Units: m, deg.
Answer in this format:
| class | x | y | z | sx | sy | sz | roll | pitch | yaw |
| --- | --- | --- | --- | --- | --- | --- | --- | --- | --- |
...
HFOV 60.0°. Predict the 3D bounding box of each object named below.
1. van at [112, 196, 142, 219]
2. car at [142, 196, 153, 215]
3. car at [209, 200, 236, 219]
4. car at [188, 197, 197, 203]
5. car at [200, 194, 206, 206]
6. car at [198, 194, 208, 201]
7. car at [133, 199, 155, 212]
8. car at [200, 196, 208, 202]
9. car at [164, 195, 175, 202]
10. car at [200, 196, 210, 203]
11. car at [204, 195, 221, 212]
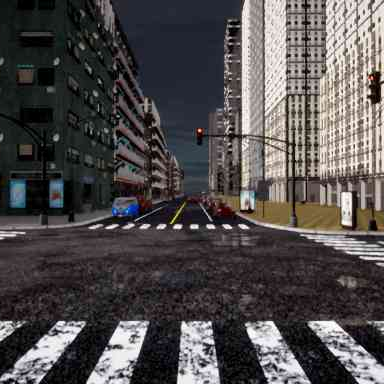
| class | x | y | z | sx | sy | sz | roll | pitch | yaw |
| --- | --- | --- | --- | --- | --- | --- | --- | --- | --- |
| van | -5.653 | 1.346 | 28.393 | 1.690 | 1.788 | 3.998 | 0 | 0 | 0 |
| car | -5.648 | 1.322 | 33.921 | 2.192 | 1.841 | 5.009 | 0 | 0 | 0 |
| car | 2.726 | 1.587 | 28.383 | 1.802 | 1.307 | 4.206 | 0 | 0 | 0 |
| car | 0.169 | 1.631 | 69.688 | 1.895 | 1.301 | 4.718 | 0 | 0 | 0 |
| car | 2.754 | 1.459 | 56.022 | 1.967 | 1.590 | 4.097 | 0 | 0 | 0 |
| car | 2.782 | 1.360 | 83.660 | 2.192 | 1.841 | 5.009 | 0 | 0 | 0 |
| car | -5.644 | 1.554 | 39.449 | 1.887 | 1.381 | 4.507 | 0 | 0 | 0 |
| car | 2.775 | 1.621 | 78.132 | 1.802 | 1.307 | 4.206 | 0 | 0 | 0 |
| car | -5.604 | 1.479 | 78.141 | 1.967 | 1.590 | 4.097 | 0 | 0 | 0 |
| car | 2.770 | 1.578 | 72.605 | 1.887 | 1.381 | 4.507 | 0 | 0 | 0 |
| car | 2.738 | 1.449 | 39.439 | 1.967 | 1.590 | 4.097 | 0 | 0 | 0 |
